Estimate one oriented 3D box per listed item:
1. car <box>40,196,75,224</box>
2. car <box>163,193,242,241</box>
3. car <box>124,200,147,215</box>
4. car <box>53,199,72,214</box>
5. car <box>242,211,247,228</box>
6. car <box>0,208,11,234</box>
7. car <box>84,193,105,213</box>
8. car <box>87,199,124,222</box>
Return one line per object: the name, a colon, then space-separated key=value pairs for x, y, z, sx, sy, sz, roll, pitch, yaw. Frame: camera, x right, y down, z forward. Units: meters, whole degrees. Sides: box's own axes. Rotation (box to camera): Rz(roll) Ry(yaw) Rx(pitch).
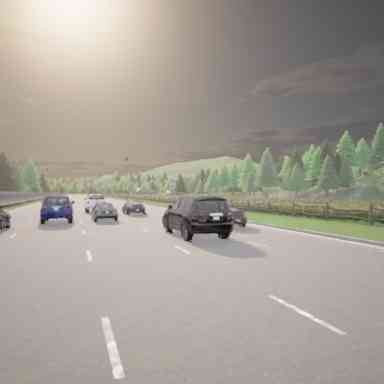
car: x=-10.277 y=1.283 z=25.474 sx=2.150 sy=2.045 sz=5.566 roll=0 pitch=0 yaw=-20
car: x=0.154 y=1.246 z=17.064 sx=2.150 sy=2.045 sz=5.566 roll=0 pitch=0 yaw=-20
car: x=-6.060 y=1.590 z=34.480 sx=1.812 sy=1.442 sz=4.674 roll=0 pitch=0 yaw=-20
car: x=-14.626 y=1.592 z=37.670 sx=1.837 sy=1.490 sz=4.892 roll=0 pitch=0 yaw=-20
car: x=2.027 y=1.554 z=22.235 sx=1.812 sy=1.442 sz=4.674 roll=0 pitch=0 yaw=-20
car: x=-11.643 y=1.530 z=18.889 sx=1.882 sy=1.535 sz=5.008 roll=0 pitch=0 yaw=-20
car: x=-11.186 y=1.303 z=38.447 sx=2.150 sy=2.045 sz=5.566 roll=0 pitch=0 yaw=-20
car: x=-7.206 y=1.603 z=27.289 sx=2.033 sy=1.411 sz=5.357 roll=0 pitch=0 yaw=-20
